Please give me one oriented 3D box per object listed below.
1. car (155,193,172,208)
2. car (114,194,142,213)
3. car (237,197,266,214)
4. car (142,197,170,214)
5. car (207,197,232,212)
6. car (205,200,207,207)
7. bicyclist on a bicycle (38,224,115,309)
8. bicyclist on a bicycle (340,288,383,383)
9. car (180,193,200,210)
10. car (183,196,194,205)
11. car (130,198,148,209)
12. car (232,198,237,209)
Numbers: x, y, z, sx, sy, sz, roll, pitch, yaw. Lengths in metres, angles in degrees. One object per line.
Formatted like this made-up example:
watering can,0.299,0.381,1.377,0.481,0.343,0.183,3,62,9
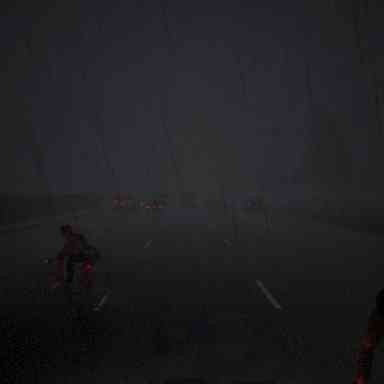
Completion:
car,-4.023,1.221,46.364,2.150,2.045,5.566,0,0,0
car,-7.341,1.221,37.700,2.150,2.045,5.566,0,0,-1
car,6.607,1.352,36.184,2.097,1.767,4.553,0,0,0
car,-3.825,1.547,36.120,2.033,1.411,5.357,0,0,0
car,3.123,1.505,38.650,1.837,1.490,4.892,0,0,0
car,2.983,1.505,48.063,1.837,1.490,4.892,0,0,0
bicyclist on a bicycle,-2.267,1.455,6.452,1.656,1.620,0.582,-2,0,11
bicyclist on a bicycle,1.494,1.455,2.317,1.656,1.620,0.582,-3,1,-34
car,-0.408,1.221,43.531,2.150,2.045,5.566,0,0,-1
car,-0.583,1.477,58.161,1.882,1.535,5.008,0,0,-1
car,-7.510,1.601,47.463,1.895,1.301,4.718,0,0,0
car,6.486,1.547,45.495,2.033,1.411,5.357,0,0,0
